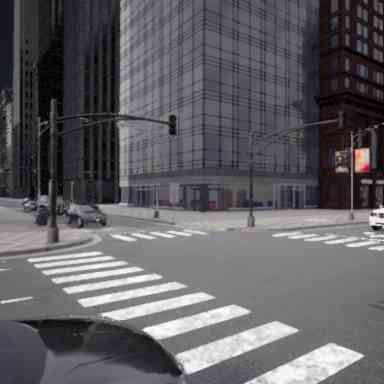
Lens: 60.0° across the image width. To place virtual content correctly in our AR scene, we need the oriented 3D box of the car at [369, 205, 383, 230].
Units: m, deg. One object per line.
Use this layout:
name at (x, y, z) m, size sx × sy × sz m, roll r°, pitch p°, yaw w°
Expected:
car at (13.738, 1.439, 21.481) m, size 5.566 × 2.045 × 2.150 m, roll 1°, pitch 0°, yaw -36°

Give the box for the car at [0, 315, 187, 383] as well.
car at (-2.234, 1.485, 1.845) m, size 4.902 × 1.511 × 2.128 m, roll 0°, pitch 0°, yaw -36°

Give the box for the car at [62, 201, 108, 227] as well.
car at (-7.640, 1.623, 24.066) m, size 1.837 × 1.490 × 4.892 m, roll 0°, pitch 0°, yaw -35°

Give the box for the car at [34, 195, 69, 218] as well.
car at (-13.345, 1.363, 32.200) m, size 2.150 × 2.045 × 5.566 m, roll 0°, pitch 0°, yaw -35°

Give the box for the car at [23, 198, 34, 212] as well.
car at (-19.104, 1.729, 40.427) m, size 1.994 × 1.385 × 4.181 m, roll 0°, pitch 0°, yaw -35°
